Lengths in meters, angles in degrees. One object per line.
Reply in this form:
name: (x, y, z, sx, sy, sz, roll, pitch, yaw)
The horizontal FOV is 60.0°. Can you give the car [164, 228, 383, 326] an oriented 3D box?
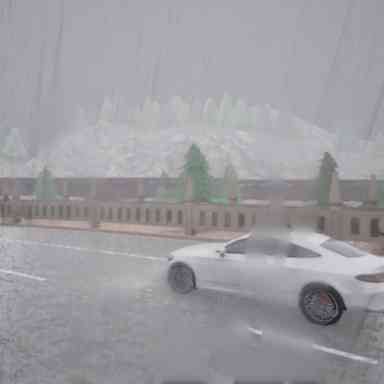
car: (1.559, 1.484, 6.927, 4.674, 1.442, 1.812, 0, 0, 34)
